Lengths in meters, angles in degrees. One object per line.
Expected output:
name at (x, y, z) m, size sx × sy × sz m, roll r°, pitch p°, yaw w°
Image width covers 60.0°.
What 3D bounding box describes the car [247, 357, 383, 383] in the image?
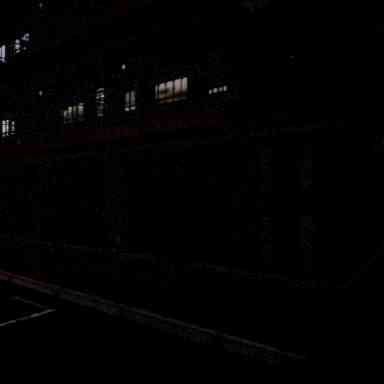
car at (2.119, 1.551, 1.364) m, size 4.403 × 1.369 × 2.008 m, roll 0°, pitch 0°, yaw 36°
